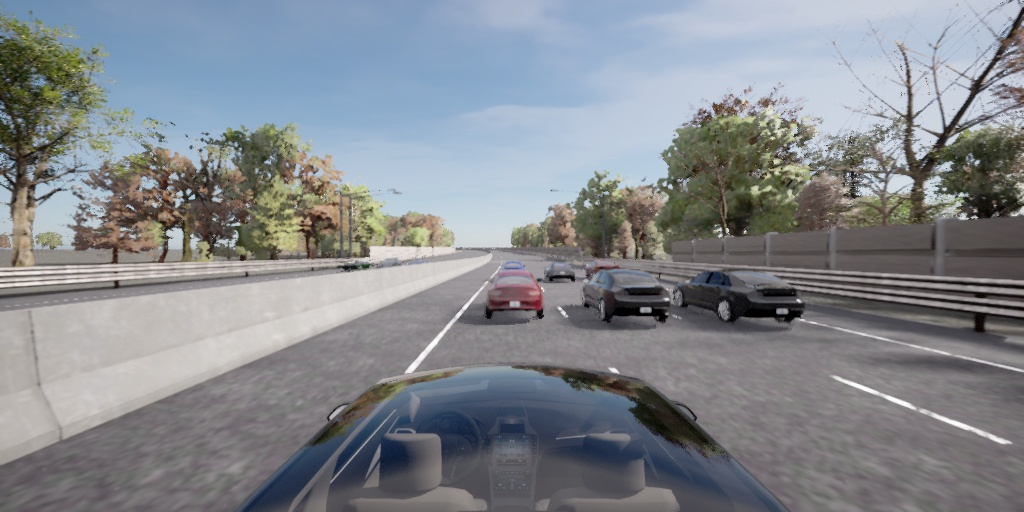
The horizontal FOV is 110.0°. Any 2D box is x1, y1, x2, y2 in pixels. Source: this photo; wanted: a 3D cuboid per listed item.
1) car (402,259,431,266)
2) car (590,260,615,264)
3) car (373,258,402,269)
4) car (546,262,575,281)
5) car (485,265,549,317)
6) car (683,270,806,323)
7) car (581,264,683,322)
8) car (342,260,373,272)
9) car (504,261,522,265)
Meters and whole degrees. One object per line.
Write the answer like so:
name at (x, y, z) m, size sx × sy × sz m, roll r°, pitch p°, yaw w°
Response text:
car at (-10.606, 1.044, 41.337) m, size 2.033 × 1.411 × 5.357 m, roll 0°, pitch 0°, yaw 0°
car at (7.084, 1.059, 28.464) m, size 1.882 × 1.535 × 5.008 m, roll 0°, pitch 0°, yaw 0°
car at (-14.104, 1.020, 41.782) m, size 1.812 × 1.442 × 4.674 m, roll 0°, pitch 0°, yaw 0°
car at (3.582, 1.152, 27.448) m, size 1.994 × 1.385 × 4.181 m, roll 0°, pitch 0°, yaw 0°
car at (0.087, 1.207, 12.630) m, size 1.812 × 1.442 × 4.674 m, roll 0°, pitch 0°, yaw 0°
car at (7.084, 1.192, 11.807) m, size 1.837 × 1.490 × 4.892 m, roll 0°, pitch 0°, yaw 0°
car at (3.584, 1.190, 12.010) m, size 1.837 × 1.490 × 4.892 m, roll 0°, pitch 0°, yaw 0°
car at (-17.604, 1.099, 41.198) m, size 1.895 × 1.301 × 4.718 m, roll 0°, pitch 0°, yaw 0°
car at (0.077, 1.110, 27.898) m, size 1.812 × 1.442 × 4.674 m, roll 0°, pitch 0°, yaw 0°
